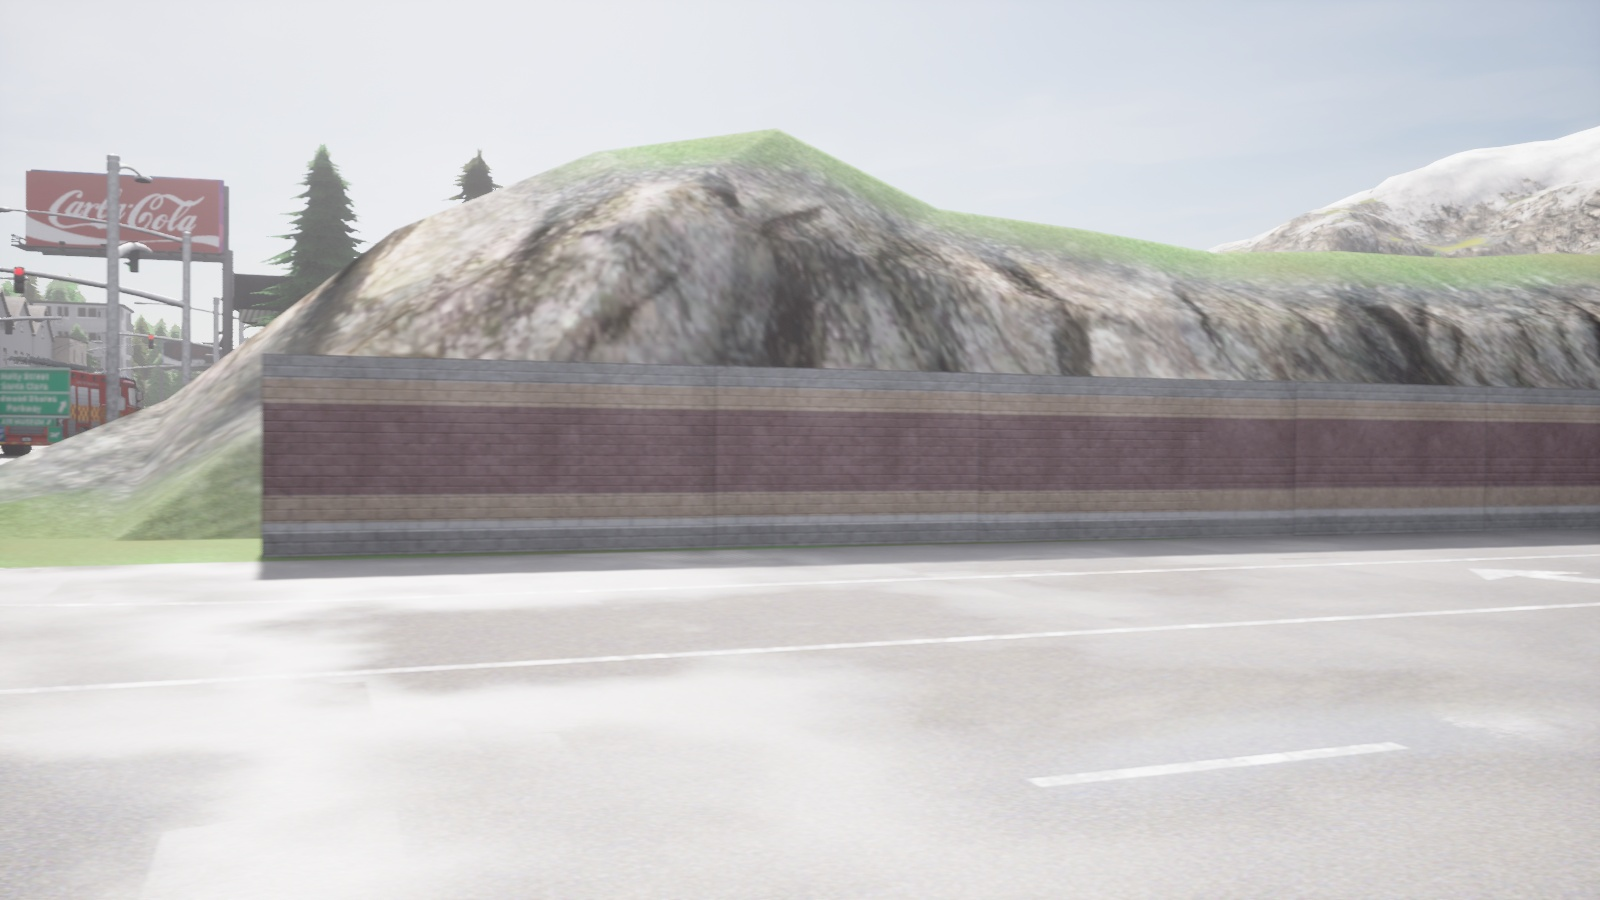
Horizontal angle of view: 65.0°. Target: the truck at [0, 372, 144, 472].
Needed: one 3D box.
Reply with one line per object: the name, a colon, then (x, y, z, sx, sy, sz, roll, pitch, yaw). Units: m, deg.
truck: (-30.413, -1.030, 52.454, 2.891, 3.827, 8.468, 0, 0, -10)
